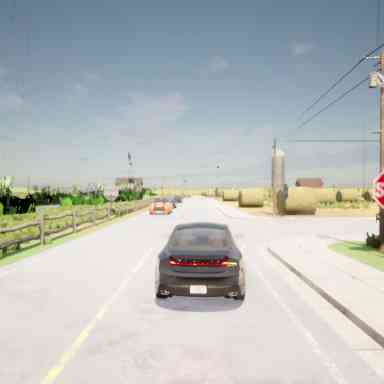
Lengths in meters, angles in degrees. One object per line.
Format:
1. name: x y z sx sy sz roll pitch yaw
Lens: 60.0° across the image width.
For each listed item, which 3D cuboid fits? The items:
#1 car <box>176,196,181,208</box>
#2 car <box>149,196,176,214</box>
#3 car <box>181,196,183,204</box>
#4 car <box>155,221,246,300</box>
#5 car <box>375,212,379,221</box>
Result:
1. car: -3.017 1.545 45.678 2.033 1.411 5.357 0 0 1
2. car: -3.164 1.351 34.523 2.097 1.767 4.553 0 0 1
3. car: -2.723 1.503 64.197 1.837 1.490 4.892 0 0 1
4. car: 0.264 1.505 8.401 1.837 1.490 4.892 0 0 4
5. car: 15.404 1.539 23.145 4.892 1.490 1.837 0 0 -2
